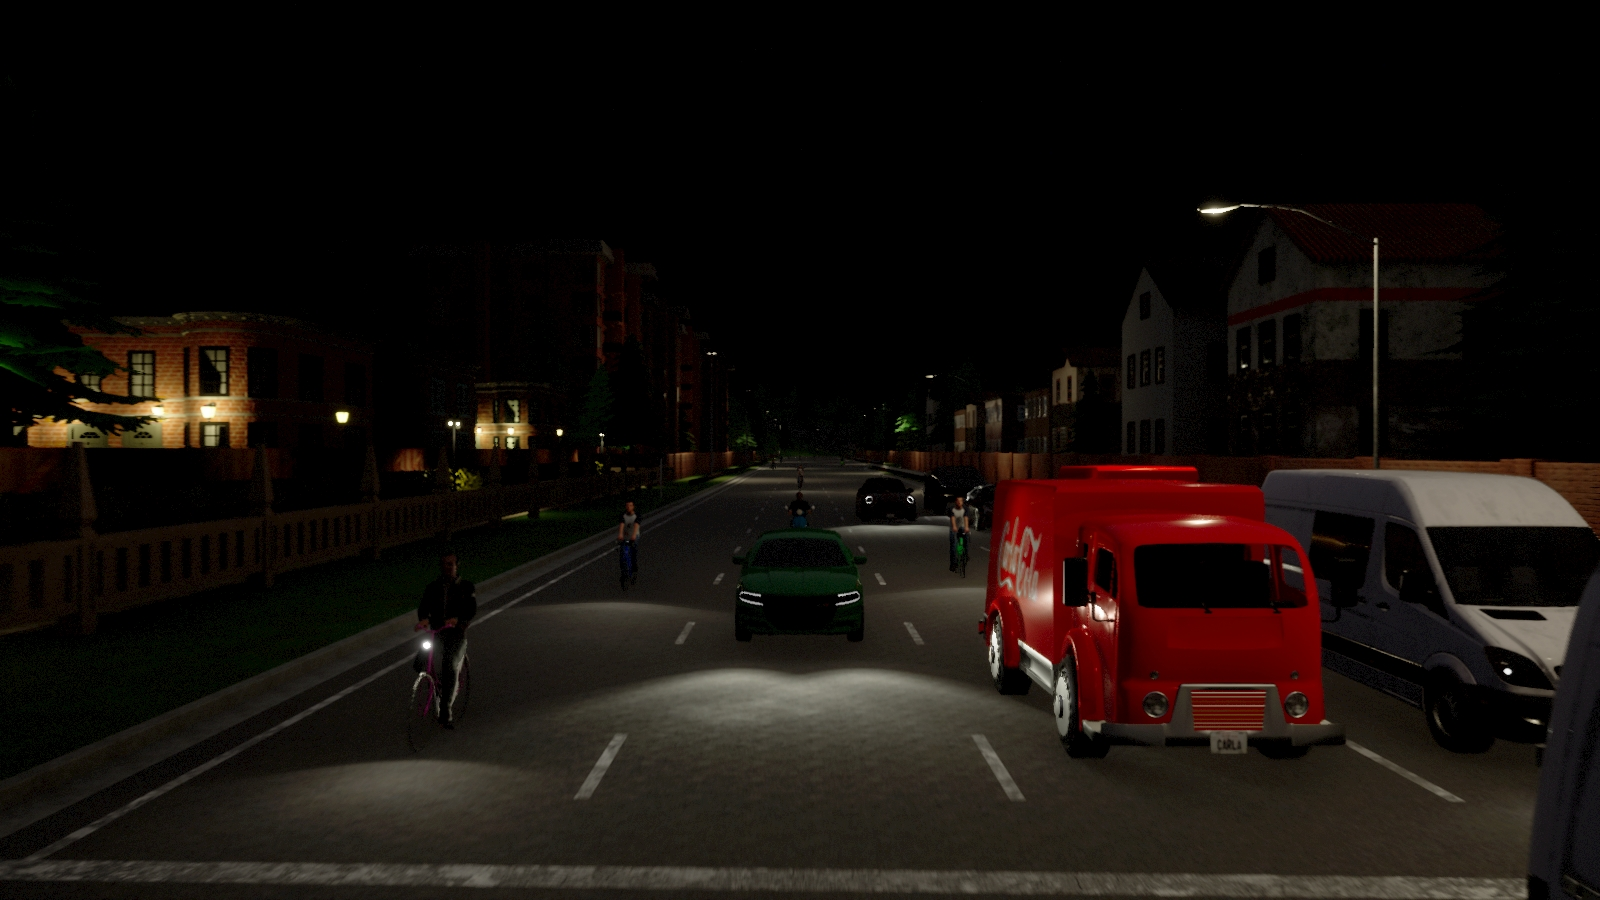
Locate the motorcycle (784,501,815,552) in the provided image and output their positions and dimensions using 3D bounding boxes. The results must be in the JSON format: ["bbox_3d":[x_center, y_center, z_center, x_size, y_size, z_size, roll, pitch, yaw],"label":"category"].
[{"bbox_3d":[-0.014,2.140,32.351,0.856,1.316,1.805,0,0,0],"label":"motorcycle"}]

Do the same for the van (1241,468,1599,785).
[{"bbox_3d":[6.997,1.533,12.576,1.988,2.561,5.915,0,0,0],"label":"van"}]

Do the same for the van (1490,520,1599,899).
[{"bbox_3d":[3.502,1.534,1.194,1.988,2.561,5.915,0,0,0],"label":"van"}]

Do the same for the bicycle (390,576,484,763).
[{"bbox_3d":[-3.498,2.060,11.118,0.329,1.471,1.835,0,0,0],"label":"bicycle"}]

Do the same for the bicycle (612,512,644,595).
[{"bbox_3d":[-3.446,2.055,23.002,0.373,1.496,1.643,0,0,1],"label":"bicycle"}]

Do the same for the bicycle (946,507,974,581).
[{"bbox_3d":[3.522,2.055,25.210,0.373,1.496,1.643,0,0,0],"label":"bicycle"}]

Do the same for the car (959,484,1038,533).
[{"bbox_3d":[6.979,2.038,40.628,2.007,1.525,4.514,0,0,0],"label":"car"}]

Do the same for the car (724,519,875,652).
[{"bbox_3d":[-0.008,2.033,18.370,2.097,1.535,5.006,0,0,0],"label":"car"}]

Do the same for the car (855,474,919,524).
[{"bbox_3d":[3.395,1.904,45.498,2.097,1.767,4.553,0,0,-1],"label":"car"}]

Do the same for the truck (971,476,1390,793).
[{"bbox_3d":[3.493,1.568,11.920,2.627,2.467,5.204,0,0,0],"label":"truck"}]
